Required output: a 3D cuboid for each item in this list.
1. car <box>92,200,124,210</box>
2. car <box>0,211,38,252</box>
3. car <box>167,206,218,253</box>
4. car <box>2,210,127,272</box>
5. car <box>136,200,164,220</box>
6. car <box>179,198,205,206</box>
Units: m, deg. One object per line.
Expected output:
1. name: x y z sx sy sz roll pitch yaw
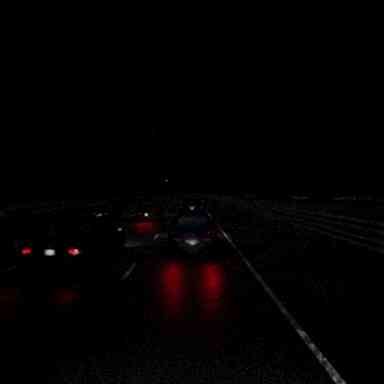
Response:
1. car: -6.990 1.473 27.875 1.837 1.490 4.892 0 0 0
2. car: -6.970 1.489 12.876 1.837 1.490 4.892 0 0 0
3. car: 0.033 1.506 13.536 1.812 1.442 4.674 0 0 0
4. car: -3.490 1.532 10.699 2.033 1.411 5.357 0 0 0
5. car: -3.490 1.473 27.923 1.837 1.490 4.892 0 0 0
6. car: 0.010 1.319 27.814 2.097 1.767 4.553 0 0 0
